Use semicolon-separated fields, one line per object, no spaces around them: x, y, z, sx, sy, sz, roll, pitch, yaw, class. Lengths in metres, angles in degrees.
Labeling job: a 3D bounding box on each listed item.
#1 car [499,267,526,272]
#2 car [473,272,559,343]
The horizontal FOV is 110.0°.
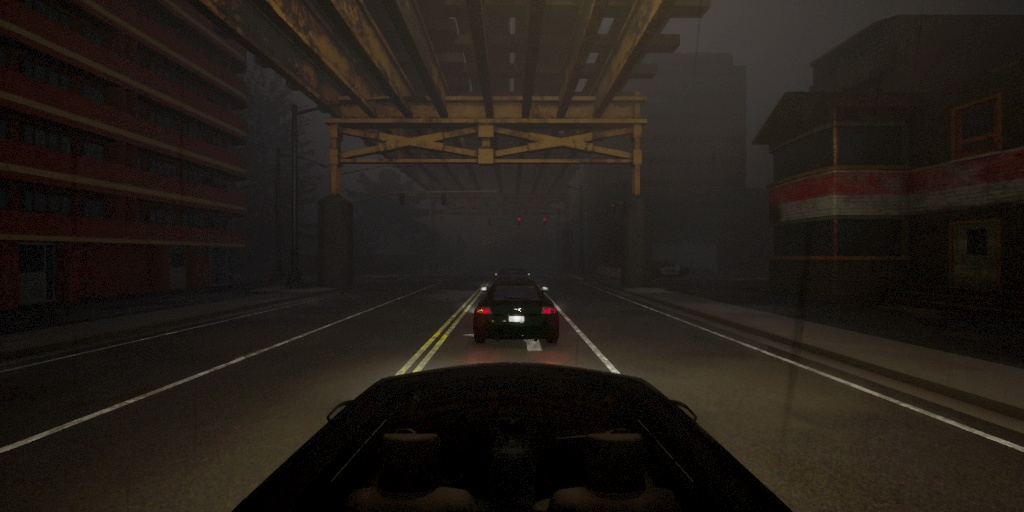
0.032;1.280;19.616;2.033;1.411;5.357;0;0;0;car
0.076;1.311;9.666;1.994;1.385;4.181;0;0;-1;car
